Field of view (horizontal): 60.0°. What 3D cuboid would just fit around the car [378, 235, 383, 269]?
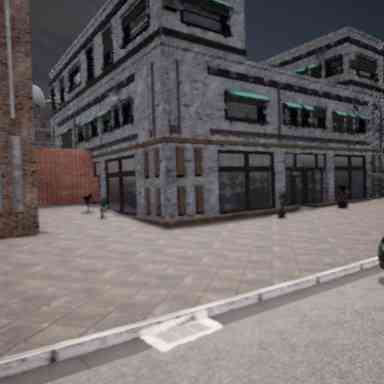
[{"bbox_3d":[6.917,1.009,8.325,5.566,2.045,2.150,-2,1,-36],"label":"car"}]
